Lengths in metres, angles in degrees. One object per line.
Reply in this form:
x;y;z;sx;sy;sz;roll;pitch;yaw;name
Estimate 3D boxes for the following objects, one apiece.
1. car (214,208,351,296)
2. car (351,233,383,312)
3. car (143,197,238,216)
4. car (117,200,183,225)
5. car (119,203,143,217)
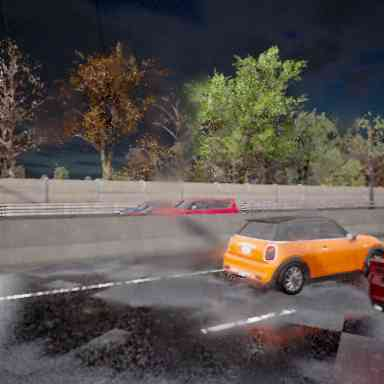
3.152;1.421;8.994;4.553;1.767;2.097;0;0;-29;car
5.503;1.537;6.296;5.008;1.535;1.882;0;0;-29;car
0.291;1.342;19.654;5.566;2.045;2.150;0;0;-29;car
-3.238;1.496;25.695;4.553;1.767;2.097;0;0;-29;car
-2.400;1.603;22.157;5.008;1.535;1.882;0;0;-29;car
